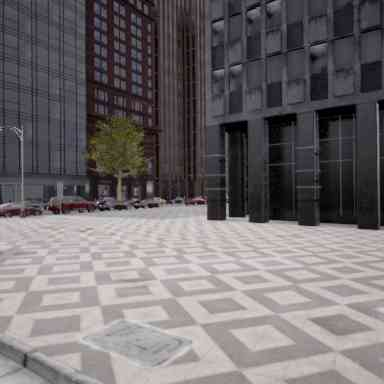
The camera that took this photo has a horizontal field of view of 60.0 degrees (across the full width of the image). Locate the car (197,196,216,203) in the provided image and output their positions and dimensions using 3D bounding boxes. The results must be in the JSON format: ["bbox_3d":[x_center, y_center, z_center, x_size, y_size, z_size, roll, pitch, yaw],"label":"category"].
[{"bbox_3d":[3.214,1.567,71.266,1.887,1.381,4.507,-1,0,35],"label":"car"}]

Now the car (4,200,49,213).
[{"bbox_3d":[-19.155,1.675,38.739,1.947,1.339,4.313,-1,0,35],"label":"car"}]

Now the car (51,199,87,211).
[{"bbox_3d":[-15.960,1.675,43.386,1.802,1.307,4.206,-1,0,35],"label":"car"}]

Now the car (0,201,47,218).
[{"bbox_3d":[-15.329,1.602,29.260,1.802,1.307,4.206,-1,0,35],"label":"car"}]

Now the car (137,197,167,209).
[{"bbox_3d":[-5.743,1.534,43.197,1.947,1.339,4.313,-1,0,35],"label":"car"}]

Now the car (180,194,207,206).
[{"bbox_3d":[0.647,1.487,52.490,1.887,1.381,4.507,-1,0,35],"label":"car"}]

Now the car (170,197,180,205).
[{"bbox_3d":[-3.177,1.607,61.973,1.947,1.339,4.313,-1,0,35],"label":"car"}]

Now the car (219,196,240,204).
[{"bbox_3d":[7.038,1.489,61.781,1.947,1.339,4.313,-1,0,35],"label":"car"}]

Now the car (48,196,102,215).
[{"bbox_3d":[-12.136,1.316,33.907,2.192,1.841,5.009,-1,0,35],"label":"car"}]

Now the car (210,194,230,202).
[{"bbox_3d":[6.408,1.329,75.913,2.192,1.841,5.009,-1,0,35],"label":"car"}]

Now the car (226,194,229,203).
[{"bbox_3d":[3.840,1.247,57.137,2.192,1.841,5.009,-1,0,35],"label":"car"}]

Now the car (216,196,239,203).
[{"bbox_3d":[7.154,1.497,66.488,2.033,1.411,5.357,-1,0,35],"label":"car"}]

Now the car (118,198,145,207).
[{"bbox_3d":[-9.568,1.646,52.679,1.802,1.307,4.206,-1,0,35],"label":"car"}]

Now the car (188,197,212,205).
[{"bbox_3d":[1.492,1.567,58.257,1.895,1.301,4.718,-1,0,34],"label":"car"}]

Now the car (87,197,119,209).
[{"bbox_3d":[-12.766,1.517,48.032,1.967,1.590,4.097,-1,0,35],"label":"car"}]

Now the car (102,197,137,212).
[{"bbox_3d":[-8.938,1.550,38.552,1.947,1.339,4.313,-1,0,35],"label":"car"}]

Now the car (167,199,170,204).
[{"bbox_3d":[-6.470,1.577,57.185,1.752,1.417,4.829,-1,0,35],"label":"car"}]
